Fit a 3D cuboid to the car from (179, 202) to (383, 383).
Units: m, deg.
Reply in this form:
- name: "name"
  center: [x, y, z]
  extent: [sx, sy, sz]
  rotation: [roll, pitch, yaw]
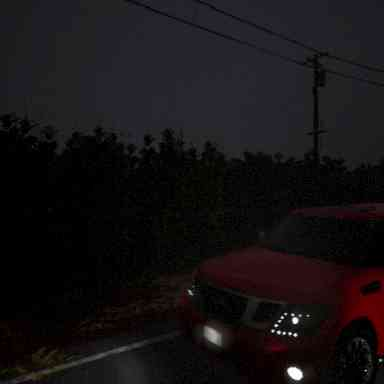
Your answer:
- name: "car"
  center: [2.499, 1.221, 5.237]
  extent: [5.566, 2.045, 2.150]
  rotation: [0, 0, -35]
